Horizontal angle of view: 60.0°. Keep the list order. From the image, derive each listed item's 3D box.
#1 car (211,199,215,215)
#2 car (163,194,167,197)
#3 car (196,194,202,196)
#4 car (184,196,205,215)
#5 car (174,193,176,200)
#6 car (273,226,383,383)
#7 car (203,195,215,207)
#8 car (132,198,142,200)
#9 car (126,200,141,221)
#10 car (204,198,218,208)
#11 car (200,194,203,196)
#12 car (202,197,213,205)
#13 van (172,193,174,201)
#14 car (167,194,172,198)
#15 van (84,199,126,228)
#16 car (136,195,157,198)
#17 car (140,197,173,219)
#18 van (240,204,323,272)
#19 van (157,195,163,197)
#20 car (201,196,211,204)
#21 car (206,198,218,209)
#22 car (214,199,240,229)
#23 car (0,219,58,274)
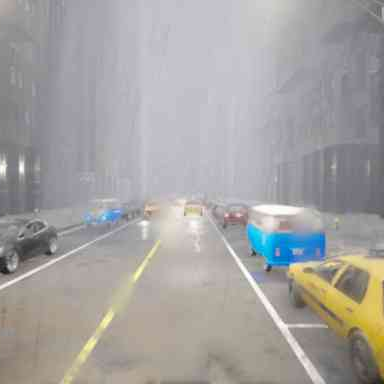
[{"bbox_3d":[2.779,1.536,27.635,1.752,1.417,4.829,0,0,0],"label":"car"},{"bbox_3d":[-5.729,1.462,55.643,1.967,1.590,4.097,0,0,0],"label":"car"},{"bbox_3d":[0.041,1.513,52.942,2.128,1.511,4.902,0,0,0],"label":"car"},{"bbox_3d":[0.114,1.471,33.588,1.801,1.575,5.366,0,0,0],"label":"car"},{"bbox_3d":[-5.712,1.561,83.656,1.752,1.417,4.829,0,0,0],"label":"car"},{"bbox_3d":[2.765,1.527,5.090,1.752,1.417,4.829,0,0,0],"label":"car"},{"bbox_3d":[2.789,1.458,44.374,1.967,1.590,4.097,0,0,0],"label":"car"},{"bbox_3d":[-5.743,1.578,33.096,1.947,1.339,4.313,0,0,0],"label":"car"},{"bbox_3d":[-5.746,1.576,27.459,1.947,1.339,4.313,0,0,0],"label":"car"},{"bbox_3d":[2.793,1.586,50.010,1.947,1.339,4.313,0,0,0],"label":"car"},{"bbox_3d":[2.796,1.337,55.647,2.192,1.841,5.009,0,0,0],"label":"car"},{"bbox_3d":[2.800,1.570,61.283,1.887,1.381,4.507,0,0,0],"label":"car"},{"bbox_3d":[-5.715,1.374,78.190,1.690,1.788,3.998,0,0,0],"label":"van"},{"bbox_3d":[-5.722,1.467,66.917,1.967,1.590,4.097,0,0,0],"label":"car"},{"bbox_3d":[-5.750,1.349,21.822,1.690,1.788,3.998,0,0,0],"label":"van"},{"bbox_3d":[-5.740,1.330,38.732,2.192,1.841,5.009,0,0,0],"label":"car"},{"bbox_3d":[-3.017,1.488,29.091,1.882,1.535,5.008,0,0,1],"label":"car"},{"bbox_3d":[2.768,1.345,10.556,1.690,1.788,3.998,0,0,0],"label":"van"},{"bbox_3d":[-5.733,1.361,50.006,1.690,1.788,3.998,0,0,0],"label":"van"},{"bbox_3d":[2.803,1.593,66.920,1.947,1.339,4.313,0,0,0],"label":"car"},{"bbox_3d":[2.782,1.563,33.101,2.008,1.369,4.403,0,0,0],"label":"car"},{"bbox_3d":[2.775,1.448,21.829,1.967,1.590,4.097,0,0,0],"label":"car"},{"bbox_3d":[-5.757,1.569,10.549,1.947,1.339,4.313,0,0,0],"label":"car"}]
